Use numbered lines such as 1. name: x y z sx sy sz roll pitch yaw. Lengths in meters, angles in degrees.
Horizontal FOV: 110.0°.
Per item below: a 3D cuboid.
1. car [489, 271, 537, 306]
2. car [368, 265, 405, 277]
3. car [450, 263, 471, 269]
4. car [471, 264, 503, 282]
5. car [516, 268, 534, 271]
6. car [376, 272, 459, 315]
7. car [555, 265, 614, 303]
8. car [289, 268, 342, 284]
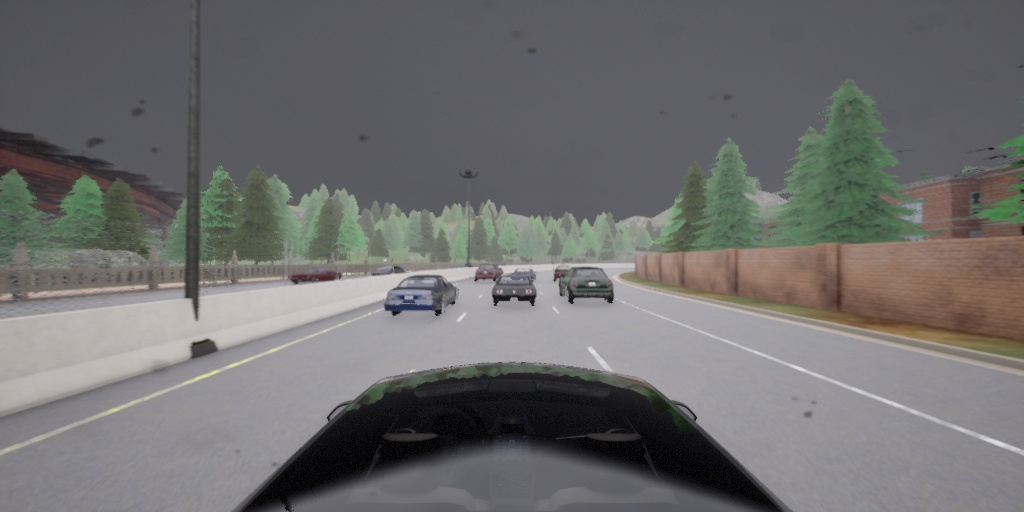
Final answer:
1. car: 0.110 1.547 17.120 1.895 1.301 4.718 0 -1 0
2. car: -12.598 1.698 36.404 1.837 1.490 4.892 -1 -1 10
3. car: -6.690 1.676 46.914 2.097 1.767 4.553 0 -1 16
4. car: -2.080 1.517 34.344 2.097 1.767 4.553 0 -1 8
5. car: 1.206 1.750 33.075 1.895 1.301 4.718 0 -1 8
6. car: -3.400 1.458 14.339 2.033 1.411 5.357 0 -1 0
7. car: 3.630 1.312 18.223 2.097 1.767 4.553 0 -1 1
8. car: -16.902 1.724 31.052 1.895 1.301 4.718 0 -1 6
